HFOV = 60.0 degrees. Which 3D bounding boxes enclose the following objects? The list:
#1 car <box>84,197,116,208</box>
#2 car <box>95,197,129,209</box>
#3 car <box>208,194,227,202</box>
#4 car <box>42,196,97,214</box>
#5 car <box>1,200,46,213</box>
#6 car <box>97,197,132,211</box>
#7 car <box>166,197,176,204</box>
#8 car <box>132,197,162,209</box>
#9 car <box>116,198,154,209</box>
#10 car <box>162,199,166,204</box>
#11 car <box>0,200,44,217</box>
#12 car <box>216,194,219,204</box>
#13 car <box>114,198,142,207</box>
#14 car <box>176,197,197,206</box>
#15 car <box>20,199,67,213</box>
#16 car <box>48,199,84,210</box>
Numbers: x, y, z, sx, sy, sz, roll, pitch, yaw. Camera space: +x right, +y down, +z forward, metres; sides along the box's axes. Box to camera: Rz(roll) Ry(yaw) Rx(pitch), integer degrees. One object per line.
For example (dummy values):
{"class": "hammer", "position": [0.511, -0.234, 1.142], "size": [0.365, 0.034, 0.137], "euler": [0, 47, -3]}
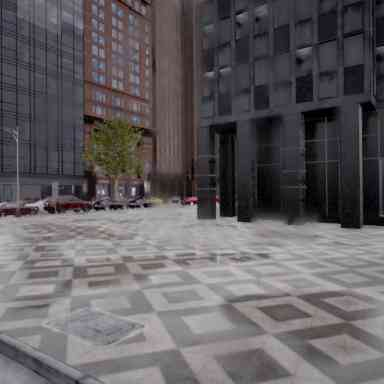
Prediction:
{"class": "car", "position": [-13.407, 1.483, 48.598], "size": [1.967, 1.590, 4.097], "euler": [-1, 0, 35]}
{"class": "car", "position": [-11.191, 1.536, 46.947], "size": [1.812, 1.442, 4.674], "euler": [-1, 0, 35]}
{"class": "car", "position": [5.833, 1.295, 76.433], "size": [2.192, 1.841, 5.009], "euler": [-1, 0, 35]}
{"class": "car", "position": [-12.811, 1.289, 34.472], "size": [2.192, 1.841, 5.009], "euler": [-1, 0, 35]}
{"class": "car", "position": [-19.819, 1.641, 39.321], "size": [1.947, 1.339, 4.313], "euler": [-1, 0, 35]}
{"class": "car", "position": [-9.602, 1.524, 39.109], "size": [1.947, 1.339, 4.313], "euler": [-1, 0, 35]}
{"class": "car", "position": [-3.785, 1.573, 62.516], "size": [1.947, 1.339, 4.313], "euler": [-1, 0, 35]}
{"class": "car", "position": [-6.396, 1.508, 43.747], "size": [1.947, 1.339, 4.313], "euler": [-1, 0, 35]}
{"class": "car", "position": [-7.860, 1.517, 46.149], "size": [2.033, 1.411, 5.357], "euler": [-1, 0, 35]}
{"class": "car", "position": [-7.089, 1.543, 57.736], "size": [1.752, 1.417, 4.829], "euler": [-1, 0, 35]}
{"class": "car", "position": [-16.015, 1.575, 29.832], "size": [1.802, 1.307, 4.206], "euler": [-1, 0, 35]}
{"class": "car", "position": [3.221, 1.221, 57.664], "size": [2.192, 1.841, 5.009], "euler": [-1, 0, 35]}
{"class": "car", "position": [-10.199, 1.611, 53.237], "size": [1.802, 1.307, 4.206], "euler": [-1, 0, 35]}
{"class": "car", "position": [0.016, 1.461, 53.024], "size": [1.887, 1.381, 4.507], "euler": [-1, 0, 35]}
{"class": "car", "position": [-17.050, 1.566, 38.482], "size": [1.812, 1.442, 4.674], "euler": [-1, 0, 34]}
{"class": "car", "position": [-16.612, 1.641, 43.960], "size": [1.802, 1.307, 4.206], "euler": [-1, 0, 35]}
